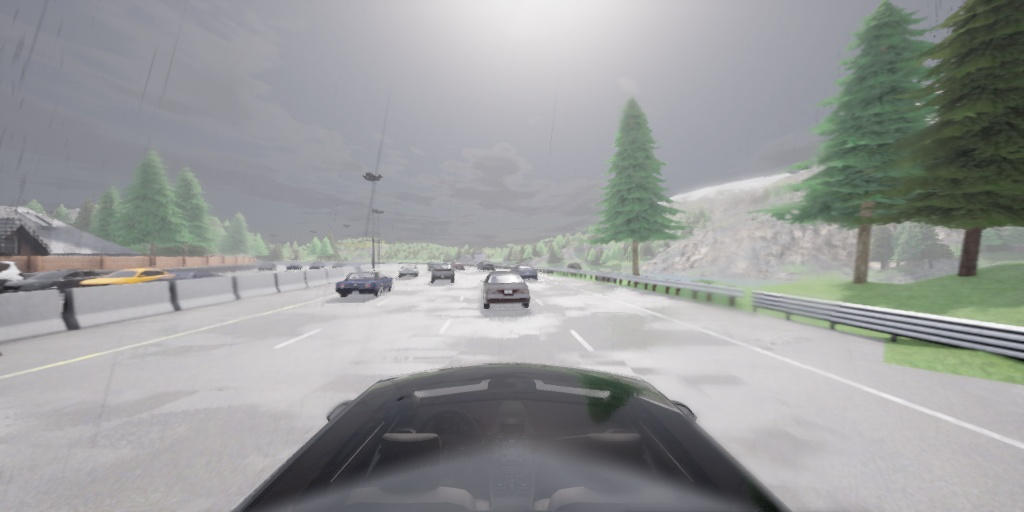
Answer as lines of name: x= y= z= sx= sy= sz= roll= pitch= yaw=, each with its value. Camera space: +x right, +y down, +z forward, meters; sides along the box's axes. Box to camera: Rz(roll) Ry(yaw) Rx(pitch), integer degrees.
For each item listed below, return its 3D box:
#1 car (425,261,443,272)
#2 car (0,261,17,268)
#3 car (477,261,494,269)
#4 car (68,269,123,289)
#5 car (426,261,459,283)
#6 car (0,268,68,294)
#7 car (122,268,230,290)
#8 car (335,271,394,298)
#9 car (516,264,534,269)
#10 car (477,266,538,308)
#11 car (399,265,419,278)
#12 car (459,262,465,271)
car: x=-11.908 y=1.566 z=54.720 sx=2.128 sy=1.511 sz=4.902 roll=0 pitch=0 yaw=-19
car: x=-29.078 y=1.276 z=18.311 sx=2.150 sy=2.045 sz=5.566 roll=0 pitch=0 yaw=-7
car: x=-3.899 y=1.506 z=52.607 sx=1.837 sy=1.490 sz=4.892 roll=1 pitch=0 yaw=-17
car: x=-22.421 y=1.494 z=21.289 sx=1.882 sy=1.535 sz=5.008 roll=0 pitch=0 yaw=-8
car: x=-5.825 y=1.412 z=30.311 sx=2.128 sy=1.511 sz=4.902 roll=0 pitch=0 yaw=-10
car: x=-25.869 y=1.547 z=20.679 sx=1.837 sy=1.490 sz=4.892 roll=0 pitch=0 yaw=-8
car: x=-18.805 y=1.533 z=20.817 sx=2.033 sy=1.411 sz=5.357 roll=0 pitch=0 yaw=-7
car: x=-7.834 y=1.491 z=19.586 sx=1.895 sy=1.301 sz=4.718 roll=0 pitch=0 yaw=-6
car: x=0.946 y=1.437 z=32.203 sx=1.994 sy=1.385 sz=4.181 roll=0 pitch=0 yaw=-11
car: x=-0.375 y=1.360 z=15.598 sx=2.033 sy=1.411 sz=5.357 roll=0 pitch=0 yaw=-5
car: x=-10.877 y=1.596 z=38.168 sx=1.895 sy=1.301 sz=4.718 roll=0 pitch=0 yaw=-12
car: x=-8.584 y=1.577 z=55.839 sx=1.812 sy=1.442 sz=4.674 roll=0 pitch=0 yaw=-19
